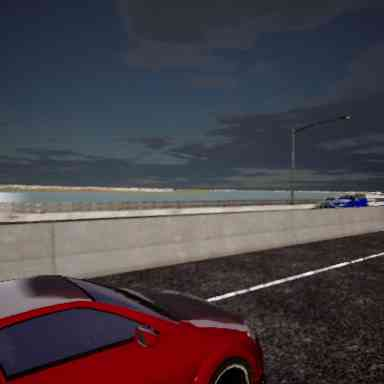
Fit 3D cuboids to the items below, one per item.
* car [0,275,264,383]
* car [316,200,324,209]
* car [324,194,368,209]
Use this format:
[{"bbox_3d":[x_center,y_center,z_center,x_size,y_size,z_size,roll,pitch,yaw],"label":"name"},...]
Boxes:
[{"bbox_3d":[-1.228,1.531,3.079,4.181,1.385,1.994,0,0,-39],"label":"car"},{"bbox_3d":[17.218,1.357,40.788,4.553,1.767,2.097,0,0,-39],"label":"car"},{"bbox_3d":[17.107,1.247,36.224,5.566,2.045,2.150,0,0,-39],"label":"car"}]
